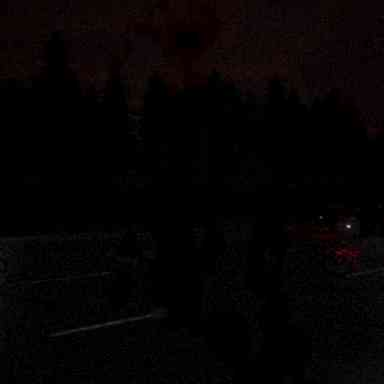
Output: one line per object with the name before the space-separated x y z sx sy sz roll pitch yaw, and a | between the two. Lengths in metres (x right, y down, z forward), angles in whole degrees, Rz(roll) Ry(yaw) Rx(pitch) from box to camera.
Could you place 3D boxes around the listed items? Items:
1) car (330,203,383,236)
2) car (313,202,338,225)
car | 10.129 1.486 18.285 4.892 1.490 1.837 -1 0 -30
car | 10.365 1.451 22.467 5.008 1.535 1.882 0 0 -30
